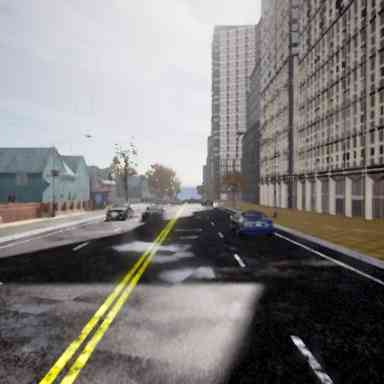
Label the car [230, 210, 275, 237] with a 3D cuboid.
[{"bbox_3d":[3.351,1.722,19.240,2.033,1.411,5.357,0,-1,0],"label":"car"}]

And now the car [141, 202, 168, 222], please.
[{"bbox_3d":[-3.348,1.874,29.674,1.895,1.301,4.718,0,-1,0],"label":"car"}]

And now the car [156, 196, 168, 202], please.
[{"bbox_3d":[-6.504,1.801,72.286,2.150,2.045,5.566,0,-1,0],"label":"car"}]

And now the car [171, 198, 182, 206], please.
[{"bbox_3d":[-3.254,2.029,71.306,2.097,1.767,4.553,0,-1,0],"label":"car"}]

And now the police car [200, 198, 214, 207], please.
[{"bbox_3d":[3.246,2.082,66.410,1.930,1.638,5.238,0,-1,0],"label":"police car"}]

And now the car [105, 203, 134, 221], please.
[{"bbox_3d":[-6.595,1.774,30.711,2.128,1.511,4.902,0,-1,0],"label":"car"}]
